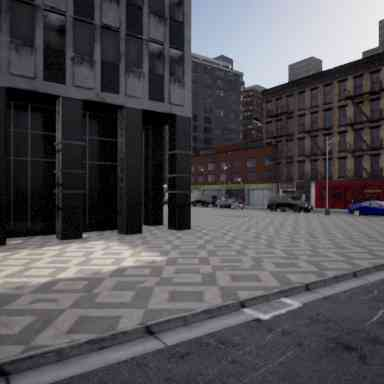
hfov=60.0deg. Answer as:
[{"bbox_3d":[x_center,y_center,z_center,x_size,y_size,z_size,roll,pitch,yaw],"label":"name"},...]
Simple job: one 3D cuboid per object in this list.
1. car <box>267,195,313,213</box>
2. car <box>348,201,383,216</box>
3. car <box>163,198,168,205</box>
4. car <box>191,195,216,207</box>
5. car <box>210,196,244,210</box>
[{"bbox_3d":[11.320,1.388,38.821,2.150,2.045,5.566,0,-1,-36],"label":"car"},{"bbox_3d":[17.167,1.573,30.820,1.882,1.535,5.008,0,-1,-37],"label":"car"},{"bbox_3d":[-4.041,1.840,65.042,1.837,1.490,4.892,0,0,-36],"label":"car"},{"bbox_3d":[2.175,1.517,56.641,2.150,2.045,5.566,0,0,-36],"label":"car"},{"bbox_3d":[5.286,1.723,47.076,2.128,1.511,4.902,0,0,-36],"label":"car"}]
